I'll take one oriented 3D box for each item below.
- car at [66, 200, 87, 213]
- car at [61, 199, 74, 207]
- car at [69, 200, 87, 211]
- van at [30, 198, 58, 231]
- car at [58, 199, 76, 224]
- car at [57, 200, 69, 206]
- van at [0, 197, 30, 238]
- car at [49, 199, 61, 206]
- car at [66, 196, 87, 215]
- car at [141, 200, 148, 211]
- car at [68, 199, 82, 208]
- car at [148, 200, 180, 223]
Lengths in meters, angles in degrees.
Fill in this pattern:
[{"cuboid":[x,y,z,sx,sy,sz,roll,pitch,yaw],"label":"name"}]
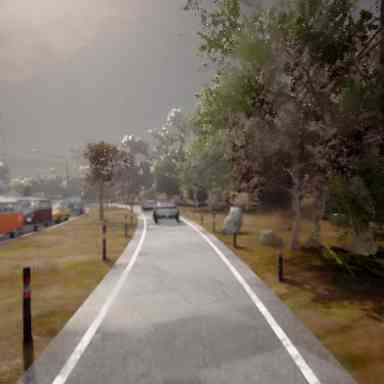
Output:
[{"cuboid":[-14.735,1.853,42.748,2.231,1.521,4.892,2,-2,-16],"label":"car"},{"cuboid":[-27.593,2.458,73.795,2.097,1.535,5.008,0,-1,-28],"label":"car"},{"cuboid":[-16.380,1.943,48.092,2.231,1.521,4.892,2,-2,-17],"label":"car"},{"cuboid":[-10.098,1.339,20.771,1.878,1.987,4.442,2,-2,-10],"label":"van"},{"cuboid":[-10.945,1.615,26.221,1.946,1.575,5.366,2,-1,-8],"label":"car"},{"cuboid":[-30.678,2.615,79.210,2.002,1.452,4.674,0,-1,-30],"label":"car"},{"cuboid":[-9.466,1.294,15.213,1.878,1.987,4.442,2,-1,-5],"label":"van"},{"cuboid":[-36.338,2.757,88.094,2.097,1.535,5.008,-2,0,-33],"label":"car"},{"cuboid":[-13.264,1.514,37.323,2.435,2.045,5.566,2,-2,-14],"label":"car"},{"cuboid":[-5.196,1.617,40.963,1.994,1.385,4.181,-1,0,-13],"label":"car"},{"cuboid":[-22.231,2.212,63.025,2.097,1.535,5.008,-1,-1,-24],"label":"car"},{"cuboid":[-2.052,1.456,25.383,2.128,1.511,4.902,0,0,-8],"label":"car"}]
